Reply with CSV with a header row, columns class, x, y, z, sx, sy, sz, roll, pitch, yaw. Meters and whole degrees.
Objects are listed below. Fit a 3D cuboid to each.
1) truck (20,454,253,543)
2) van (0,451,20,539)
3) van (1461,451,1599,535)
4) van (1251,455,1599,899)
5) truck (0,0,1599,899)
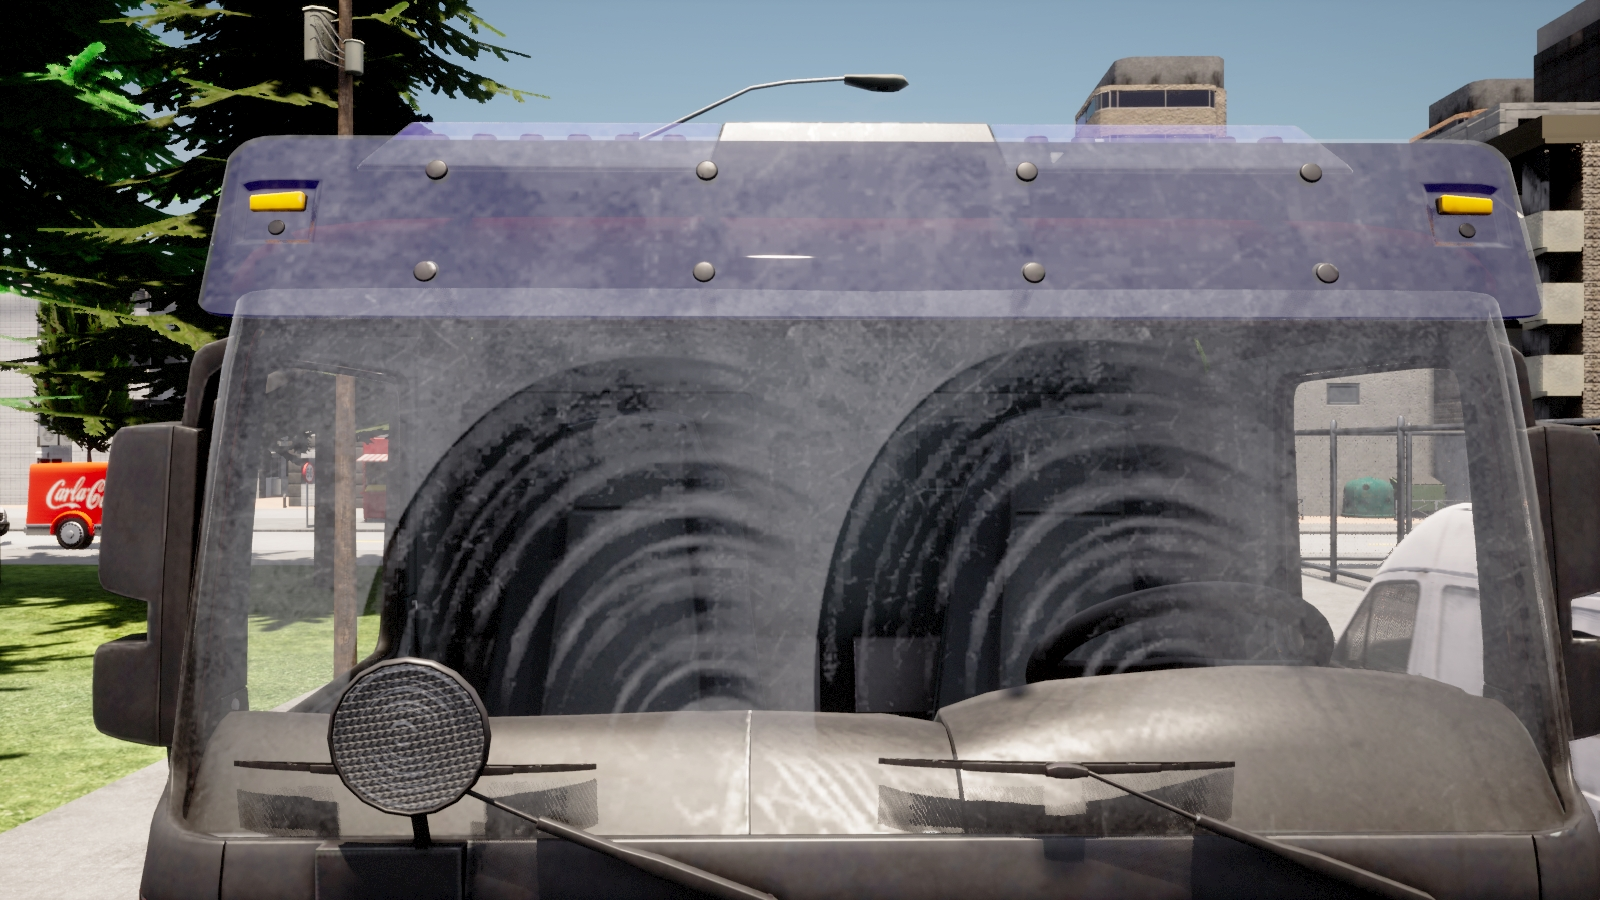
class,x,y,z,sx,sy,sz,roll,pitch,yaw
truck,-19.012,1.348,32.943,5.204,2.467,2.627,0,0,1
van,-26.239,1.314,33.169,5.915,2.561,1.988,0,0,2
van,24.242,1.314,35.747,5.915,2.561,1.988,0,0,1
van,4.369,1.311,5.755,1.988,2.561,5.915,0,-1,2
truck,0.092,0.670,5.580,2.891,3.827,8.468,0,0,-1
